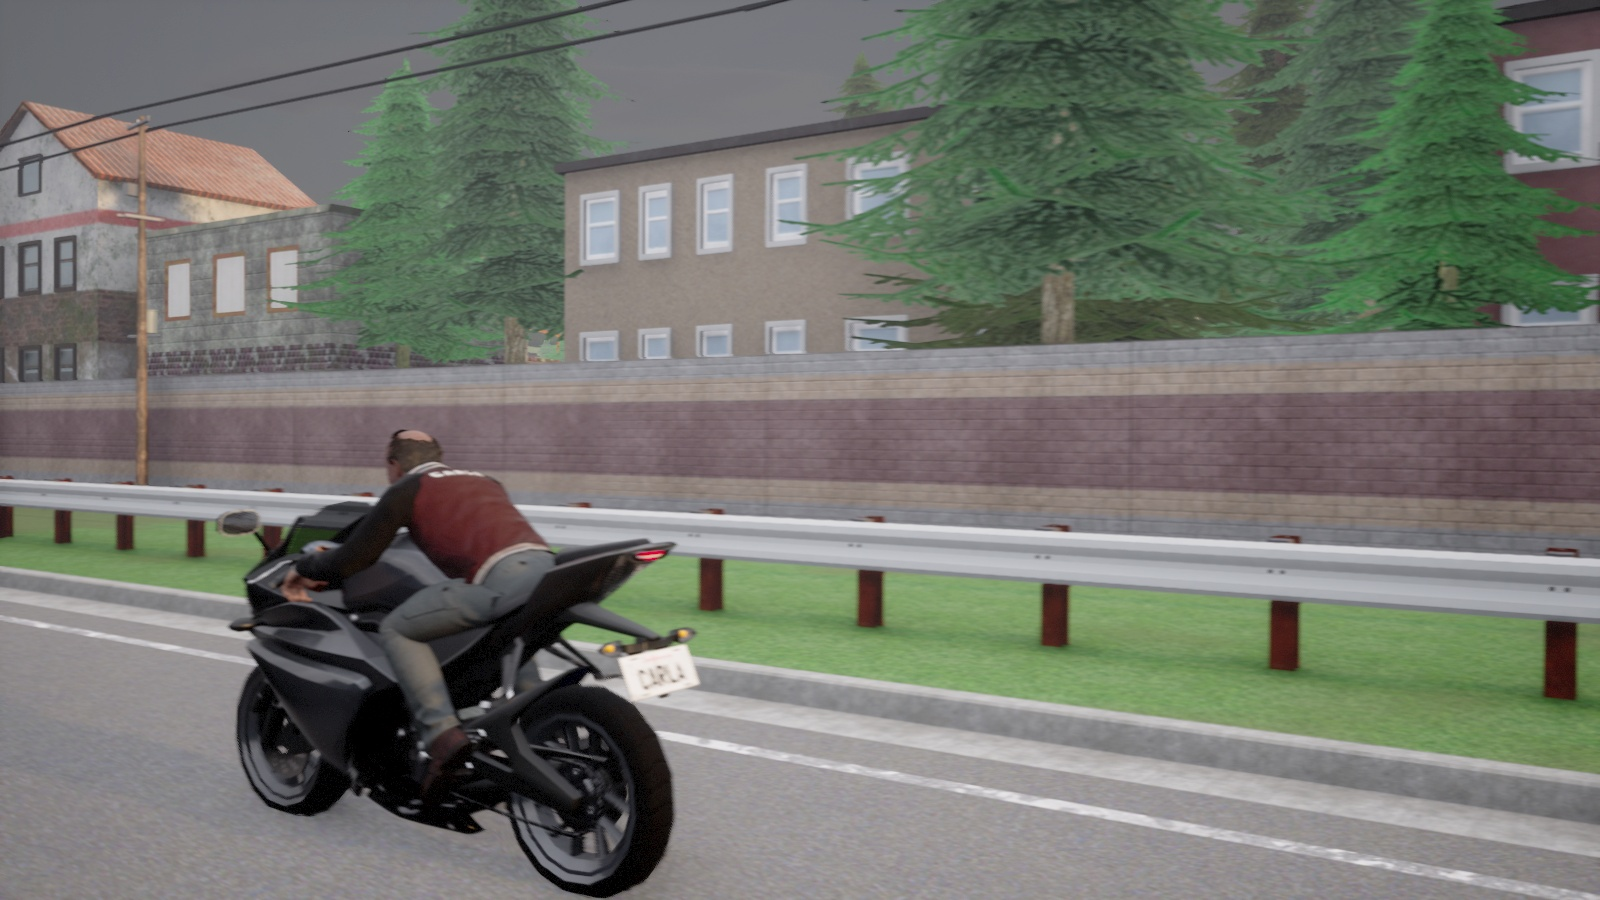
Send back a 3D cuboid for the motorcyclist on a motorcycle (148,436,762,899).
[{"bbox_3d":[-1.290,0.730,4.482,2.191,1.530,0.866,0,1,34],"label":"motorcyclist on a motorcycle"}]
